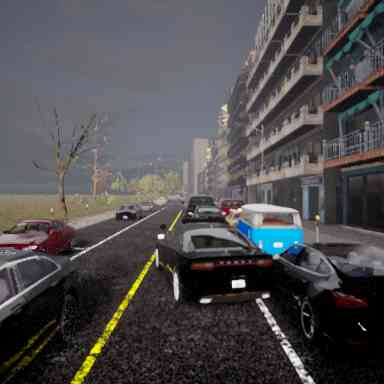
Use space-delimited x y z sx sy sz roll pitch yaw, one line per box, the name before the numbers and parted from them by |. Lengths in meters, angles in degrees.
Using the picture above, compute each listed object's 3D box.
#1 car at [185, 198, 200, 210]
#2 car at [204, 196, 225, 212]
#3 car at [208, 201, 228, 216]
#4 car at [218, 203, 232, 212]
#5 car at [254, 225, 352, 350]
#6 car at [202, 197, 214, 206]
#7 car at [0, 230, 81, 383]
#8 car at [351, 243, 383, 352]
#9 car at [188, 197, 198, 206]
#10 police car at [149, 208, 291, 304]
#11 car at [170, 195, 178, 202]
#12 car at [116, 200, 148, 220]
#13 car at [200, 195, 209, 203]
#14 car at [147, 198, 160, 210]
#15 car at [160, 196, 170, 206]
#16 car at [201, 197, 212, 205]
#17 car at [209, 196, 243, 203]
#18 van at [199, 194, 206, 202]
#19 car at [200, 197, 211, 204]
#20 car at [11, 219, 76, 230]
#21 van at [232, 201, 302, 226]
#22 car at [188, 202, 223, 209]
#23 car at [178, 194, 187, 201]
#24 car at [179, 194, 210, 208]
car | 0.119 1.639 46.430 2.033 1.411 5.357 0 0 1
car | 2.669 1.394 40.170 2.192 1.841 5.009 1 0 0
car | 2.653 1.649 34.509 1.802 1.307 4.206 1 0 0
car | 2.615 1.560 17.696 1.752 1.417 4.829 1 0 0
car | 2.588 1.578 6.203 1.947 1.339 4.313 1 0 0
car | 2.706 1.640 57.323 1.752 1.417 4.829 1 0 0
car | -2.741 1.498 3.605 2.128 1.511 4.902 0 0 0
car | 2.578 1.316 0.543 2.192 1.841 5.009 1 0 0
car | 0.139 1.646 60.210 1.812 1.442 4.674 0 0 0
police car | 0.227 1.442 8.450 1.930 1.638 5.238 0 0 -13
car | -5.124 1.711 79.219 2.008 1.369 4.403 1 0 0
car | -5.241 1.621 28.333 1.947 1.339 4.313 1 0 0
car | 2.746 1.590 74.135 1.967 1.590 4.097 1 0 0
car | -5.215 1.659 39.641 1.802 1.307 4.206 1 0 0
car | -5.176 1.637 56.433 1.752 1.417 4.829 1 0 0
car | 2.719 1.651 62.984 1.752 1.417 4.829 1 0 0
car | 2.630 1.360 23.187 2.192 1.841 5.009 1 0 0
van | 2.773 1.516 85.458 1.690 1.788 3.998 1 0 0
car | 2.731 1.688 68.474 2.008 1.369 4.403 1 0 0
car | -5.280 1.604 11.371 1.802 1.307 4.206 1 0 0
van | 2.604 1.364 11.865 1.690 1.788 3.998 1 0 0
car | 0.868 1.542 18.595 1.837 1.490 4.892 0 0 0
car | -2.543 1.535 89.651 2.097 1.767 4.553 0 0 0
car | 0.438 1.267 24.536 2.150 2.045 5.566 0 0 -5
